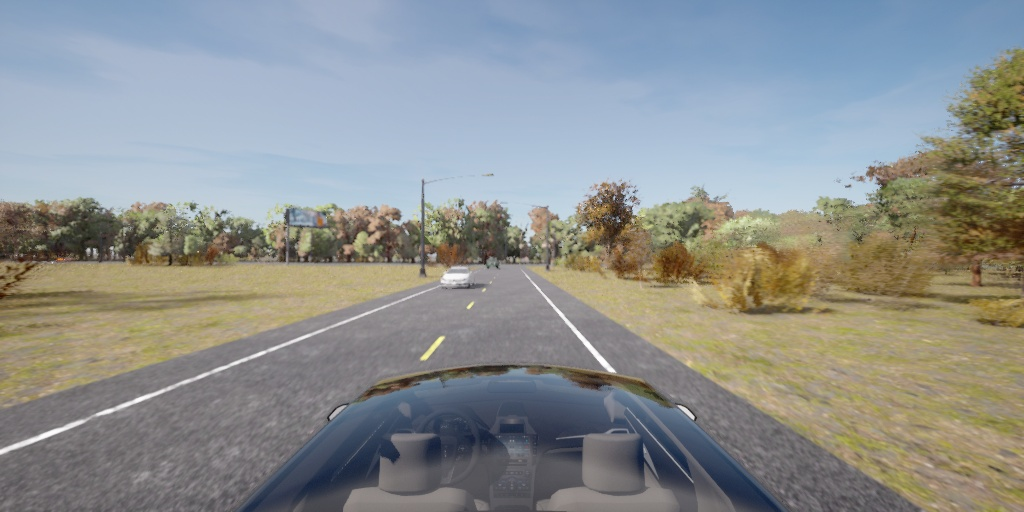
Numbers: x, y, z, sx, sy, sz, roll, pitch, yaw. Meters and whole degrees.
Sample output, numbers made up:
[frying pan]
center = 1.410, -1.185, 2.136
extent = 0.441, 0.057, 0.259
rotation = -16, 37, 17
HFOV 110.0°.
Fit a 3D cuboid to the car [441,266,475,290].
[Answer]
[car]
center = -3.618, 1.451, 24.601
extent = 1.812, 1.442, 4.674
rotation = 0, 0, 0
